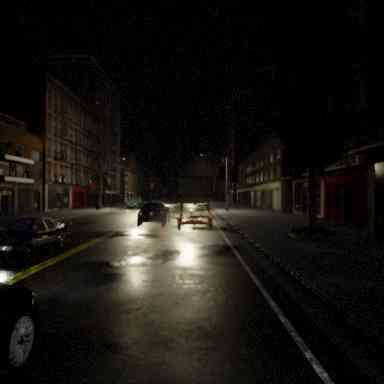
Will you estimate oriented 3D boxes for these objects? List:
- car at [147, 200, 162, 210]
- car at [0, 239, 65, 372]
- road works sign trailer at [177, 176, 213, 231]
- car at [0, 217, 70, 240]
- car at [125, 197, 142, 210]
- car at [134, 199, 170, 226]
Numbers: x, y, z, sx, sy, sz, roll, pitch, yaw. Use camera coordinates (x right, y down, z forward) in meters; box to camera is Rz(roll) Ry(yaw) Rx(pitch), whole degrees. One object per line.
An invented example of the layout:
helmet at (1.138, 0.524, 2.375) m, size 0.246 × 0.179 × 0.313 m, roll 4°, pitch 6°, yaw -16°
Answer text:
car at (-6.070, 2.041, 54.184) m, size 1.882 × 1.535 × 5.008 m, roll 0°, pitch -1°, yaw 1°
car at (-3.114, 1.521, 2.856) m, size 2.128 × 1.511 × 4.902 m, roll 0°, pitch -1°, yaw 0°
road works sign trailer at (0.196, 0.699, 22.410) m, size 2.380 × 3.560 × 2.880 m, roll 0°, pitch -1°, yaw 1°
car at (-6.498, 1.680, 12.916) m, size 2.033 × 1.411 × 5.357 m, roll 0°, pitch -1°, yaw 1°
car at (-9.319, 1.783, 54.164) m, size 2.150 × 2.045 × 5.566 m, roll 0°, pitch -1°, yaw 1°
car at (-2.918, 1.623, 26.107) m, size 2.097 × 1.767 × 4.553 m, roll 0°, pitch -1°, yaw 1°
